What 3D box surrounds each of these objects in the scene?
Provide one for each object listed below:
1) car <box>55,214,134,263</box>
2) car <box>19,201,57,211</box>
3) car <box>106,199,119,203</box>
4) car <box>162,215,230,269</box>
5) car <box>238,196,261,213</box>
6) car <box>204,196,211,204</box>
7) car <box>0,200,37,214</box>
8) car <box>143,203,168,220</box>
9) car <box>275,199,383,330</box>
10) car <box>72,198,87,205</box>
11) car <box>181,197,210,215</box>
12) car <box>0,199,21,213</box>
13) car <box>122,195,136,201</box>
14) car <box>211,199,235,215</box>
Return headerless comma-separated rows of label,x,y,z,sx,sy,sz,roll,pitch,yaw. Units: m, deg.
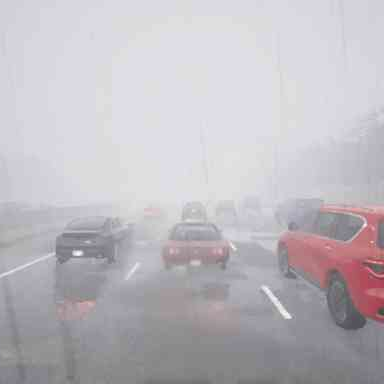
car,-3.383,1.593,12.302,1.837,1.490,4.892,0,0,0
car,-13.993,1.802,31.291,1.994,1.385,4.181,0,0,0
car,-16.997,2.107,70.925,1.895,1.301,4.718,0,0,1
car,0.113,1.683,11.371,1.895,1.301,4.718,0,0,0
car,7.281,1.548,42.418,2.150,2.045,5.566,0,0,0
car,4.030,2.097,72.625,1.994,1.385,4.181,0,0,1
car,-20.919,1.798,40.196,2.128,1.511,4.902,0,0,1
car,-3.305,1.712,30.673,1.882,1.535,5.008,0,0,0
car,3.505,1.272,7.128,2.150,2.045,5.566,0,0,0
car,-23.997,1.989,71.061,1.882,1.535,5.008,0,0,1
car,0.185,1.573,28.917,2.097,1.767,4.553,0,0,0
car,-17.498,1.583,30.437,2.097,1.767,4.553,0,0,0
car,-13.486,1.738,71.707,2.150,2.045,5.566,0,0,1
car,3.643,1.641,37.642,2.097,1.767,4.553,0,0,0
